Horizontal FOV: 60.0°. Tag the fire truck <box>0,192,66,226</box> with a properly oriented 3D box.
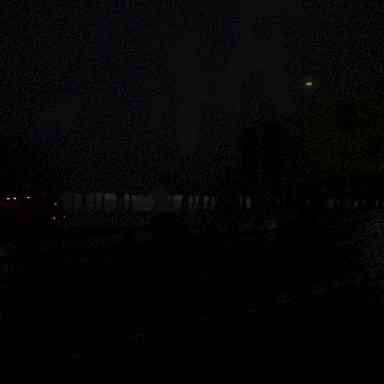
[{"bbox_3d":[-19.455,1.948,39.065,8.468,3.827,2.891,-2,-1,9],"label":"fire truck"}]
